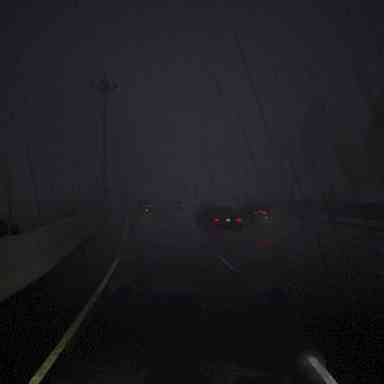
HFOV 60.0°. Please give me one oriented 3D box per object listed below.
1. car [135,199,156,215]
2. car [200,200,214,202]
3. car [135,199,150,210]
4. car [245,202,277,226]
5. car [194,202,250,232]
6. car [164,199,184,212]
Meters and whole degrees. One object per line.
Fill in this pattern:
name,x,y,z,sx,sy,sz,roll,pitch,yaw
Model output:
car,-4.792,1.504,34.380,1.837,1.490,4.892,0,0,-11
car,1.610,1.600,38.231,1.895,1.301,4.718,0,0,-11
car,-6.714,1.600,44.614,1.895,1.301,4.718,0,0,-11
car,4.338,1.502,23.461,1.837,1.490,4.892,0,-1,-10
car,1.447,1.547,19.968,2.033,1.411,5.357,0,0,-10
car,-2.172,1.546,39.403,2.033,1.411,5.357,0,0,-11
